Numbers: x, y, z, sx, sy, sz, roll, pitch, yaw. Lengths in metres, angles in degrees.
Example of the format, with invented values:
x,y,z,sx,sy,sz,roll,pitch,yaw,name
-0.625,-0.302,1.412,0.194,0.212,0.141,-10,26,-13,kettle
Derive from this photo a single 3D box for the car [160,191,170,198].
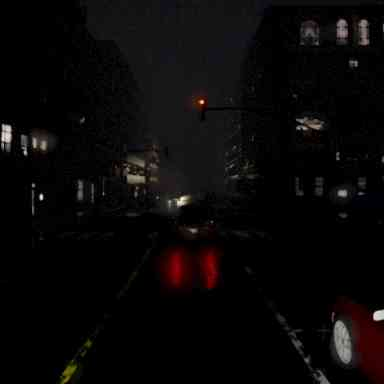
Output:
x,y,z,sx,sy,sz,roll,pitch,yaw,name
-5.549,0.518,68.278,1.802,1.307,4.206,-1,1,0,car

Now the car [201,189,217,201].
x,y,z,sx,sy,sz,roll,pitch,yaw,name
2.795,0.628,51.671,1.967,1.590,4.097,-1,1,0,car

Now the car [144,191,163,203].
x,y,z,sx,sy,sz,roll,pitch,yaw,name
-5.596,0.822,46.169,2.008,1.369,4.403,0,1,0,car

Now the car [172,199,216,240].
x,y,z,sx,sy,sz,roll,pitch,yaw,name
0.091,1.279,15.250,1.812,1.442,4.674,0,1,1,car

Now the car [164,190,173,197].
x,y,z,sx,sy,sz,roll,pitch,yaw,name
-5.525,0.298,79.162,1.752,1.417,4.829,-1,1,0,car

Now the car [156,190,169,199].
x,y,z,sx,sy,sz,roll,pitch,yaw,name
-5.562,0.459,62.749,1.967,1.590,4.097,0,1,0,car

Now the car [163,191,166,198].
x,y,z,sx,sy,sz,roll,pitch,yaw,name
-5.584,0.753,51.696,1.947,1.339,4.313,0,1,0,car

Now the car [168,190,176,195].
x,y,z,sx,sy,sz,roll,pitch,yaw,name
-5.499,0.189,90.388,1.802,1.307,4.206,-1,1,0,car

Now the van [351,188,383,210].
x,y,z,sx,sy,sz,roll,pitch,yaw,name
15.703,0.584,28.211,3.998,1.788,1.690,-1,2,-1,van

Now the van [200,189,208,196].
x,y,z,sx,sy,sz,roll,pitch,yaw,name
2.854,0.113,79.305,1.690,1.788,3.998,-1,1,0,van

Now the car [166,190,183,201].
x,y,z,sx,sy,sz,roll,pitch,yaw,name
-2.951,0.652,55.680,1.812,1.442,4.674,0,1,0,car

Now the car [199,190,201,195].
x,y,z,sx,sy,sz,roll,pitch,yaw,name
2.832,0.488,68.254,2.008,1.369,4.403,-1,1,0,car

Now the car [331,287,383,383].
x,y,z,sx,sy,sz,roll,pitch,yaw,name
2.689,1.499,2.679,1.887,1.381,4.507,0,1,0,car
